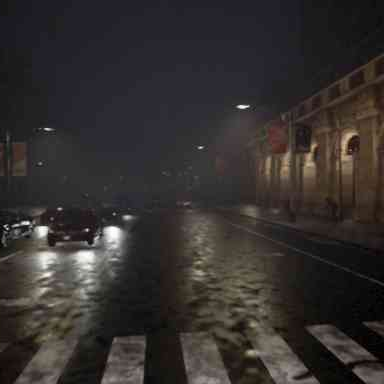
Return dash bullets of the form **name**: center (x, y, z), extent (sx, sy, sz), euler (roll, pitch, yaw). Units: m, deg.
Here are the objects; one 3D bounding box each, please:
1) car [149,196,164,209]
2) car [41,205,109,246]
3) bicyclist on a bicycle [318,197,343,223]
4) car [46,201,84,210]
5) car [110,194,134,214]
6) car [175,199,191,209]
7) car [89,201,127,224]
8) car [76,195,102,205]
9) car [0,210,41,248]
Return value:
- **car**: center (-4.901, 1.366, 46.089), extent (2.097, 1.767, 4.553), euler (-1, 0, -6)
- **car**: center (-5.326, 1.579, 15.775), extent (1.812, 1.442, 4.674), euler (-1, 0, -6)
- **bicyclist on a bicycle**: center (8.654, 1.159, 20.809), extent (1.656, 1.620, 0.582), euler (-1, 0, -7)
- **car**: center (-9.881, 1.669, 25.144), extent (1.994, 1.385, 4.181), euler (-1, 0, -5)
- **car**: center (-7.496, 1.281, 36.135), extent (2.150, 2.045, 5.566), euler (-1, 0, -5)
- **car**: center (-1.273, 1.565, 45.497), extent (1.895, 1.301, 4.718), euler (-1, 0, -6)
- **car**: center (-6.422, 1.658, 25.615), extent (1.895, 1.301, 4.718), euler (-1, 0, -6)
- **car**: center (-10.971, 1.329, 35.558), extent (2.150, 2.045, 5.566), euler (-1, 0, -6)
- **car**: center (-8.787, 1.593, 15.214), extent (2.128, 1.511, 4.902), euler (-1, 0, -7)
